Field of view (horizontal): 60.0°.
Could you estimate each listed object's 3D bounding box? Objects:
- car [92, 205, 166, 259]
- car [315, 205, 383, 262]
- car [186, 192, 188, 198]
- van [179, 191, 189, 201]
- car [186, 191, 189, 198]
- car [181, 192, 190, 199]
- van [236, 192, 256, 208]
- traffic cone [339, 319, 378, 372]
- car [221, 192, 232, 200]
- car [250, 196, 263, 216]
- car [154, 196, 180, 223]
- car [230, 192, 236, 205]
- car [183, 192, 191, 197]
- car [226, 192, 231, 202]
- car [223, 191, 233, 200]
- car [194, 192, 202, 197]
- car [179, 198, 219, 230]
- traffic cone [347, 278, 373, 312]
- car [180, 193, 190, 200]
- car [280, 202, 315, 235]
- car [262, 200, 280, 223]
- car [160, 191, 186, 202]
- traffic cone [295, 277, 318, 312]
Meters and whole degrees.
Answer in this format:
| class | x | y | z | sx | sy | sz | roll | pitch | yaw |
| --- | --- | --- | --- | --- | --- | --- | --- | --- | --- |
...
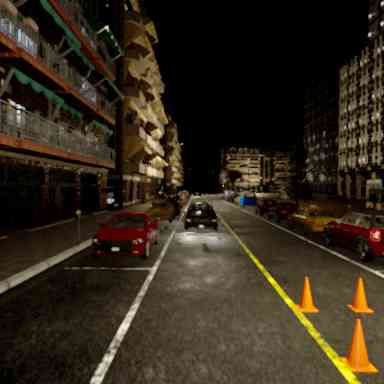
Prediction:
| class | x | y | z | sx | sy | sz | roll | pitch | yaw |
| --- | --- | --- | --- | --- | --- | --- | --- | --- | --- |
| car | -2.191 | 1.388 | 11.886 | 1.887 | 1.381 | 4.507 | 0 | 1 | 1 |
| car | 6.188 | 1.344 | 11.770 | 1.967 | 1.590 | 4.097 | 0 | 1 | 1 |
| car | -1.811 | 1.081 | 39.516 | 2.008 | 1.369 | 4.403 | 0 | 1 | 1 |
| van | -1.508 | 0.635 | 61.617 | 1.690 | 1.788 | 3.998 | 0 | 1 | 1 |
| car | -1.735 | 0.910 | 45.039 | 1.967 | 1.590 | 4.097 | 0 | 1 | 1 |
| car | -1.356 | 0.762 | 72.670 | 1.802 | 1.307 | 4.206 | 0 | 1 | 1 |
| van | 6.568 | 0.932 | 39.398 | 1.690 | 1.788 | 3.998 | 0 | 1 | 1 |
| traffic cone | 2.122 | 1.918 | 4.249 | 0.340 | 0.580 | 0.340 | 0 | 1 | 1 |
| car | 6.950 | 0.821 | 67.199 | 1.752 | 1.417 | 4.829 | 0 | 1 | 1 |
| car | 6.416 | 1.296 | 28.349 | 1.802 | 1.307 | 4.206 | 0 | 1 | 1 |
| car | -2.042 | 1.244 | 22.768 | 1.752 | 1.417 | 4.829 | 0 | 1 | 1 |
| car | 6.647 | 1.054 | 45.095 | 1.752 | 1.417 | 4.829 | 0 | 1 | 1 |
| car | -1.204 | 0.633 | 83.721 | 1.947 | 1.339 | 4.313 | 0 | 1 | 1 |
| car | 6.720 | 1.037 | 50.452 | 1.947 | 1.339 | 4.313 | 0 | 1 | 1 |
| car | 6.796 | 0.853 | 55.976 | 1.967 | 1.590 | 4.097 | 0 | 1 | 1 |
| car | 1.535 | 0.601 | 87.015 | 2.033 | 1.411 | 5.357 | 0 | 1 | 1 |
| car | 0.512 | 1.321 | 19.532 | 2.033 | 1.411 | 5.357 | 0 | 1 | 1 |
| traffic cone | 3.149 | 1.902 | 6.235 | 0.340 | 0.580 | 0.340 | 0 | 1 | 1 |
| car | -1.432 | 0.819 | 67.144 | 1.802 | 1.307 | 4.206 | 0 | 1 | 1 |
| car | 6.267 | 1.364 | 17.467 | 1.752 | 1.417 | 4.829 | 0 | 1 | 1 |
| car | 6.340 | 1.359 | 22.824 | 1.802 | 1.307 | 4.206 | 0 | 1 | 1 |
| car | -1.963 | 0.969 | 28.461 | 2.192 | 1.841 | 5.009 | 0 | 1 | 1 |
| traffic cone | 2.149 | 1.895 | 6.249 | 0.340 | 0.580 | 0.340 | 0 | 1 | 1 |
